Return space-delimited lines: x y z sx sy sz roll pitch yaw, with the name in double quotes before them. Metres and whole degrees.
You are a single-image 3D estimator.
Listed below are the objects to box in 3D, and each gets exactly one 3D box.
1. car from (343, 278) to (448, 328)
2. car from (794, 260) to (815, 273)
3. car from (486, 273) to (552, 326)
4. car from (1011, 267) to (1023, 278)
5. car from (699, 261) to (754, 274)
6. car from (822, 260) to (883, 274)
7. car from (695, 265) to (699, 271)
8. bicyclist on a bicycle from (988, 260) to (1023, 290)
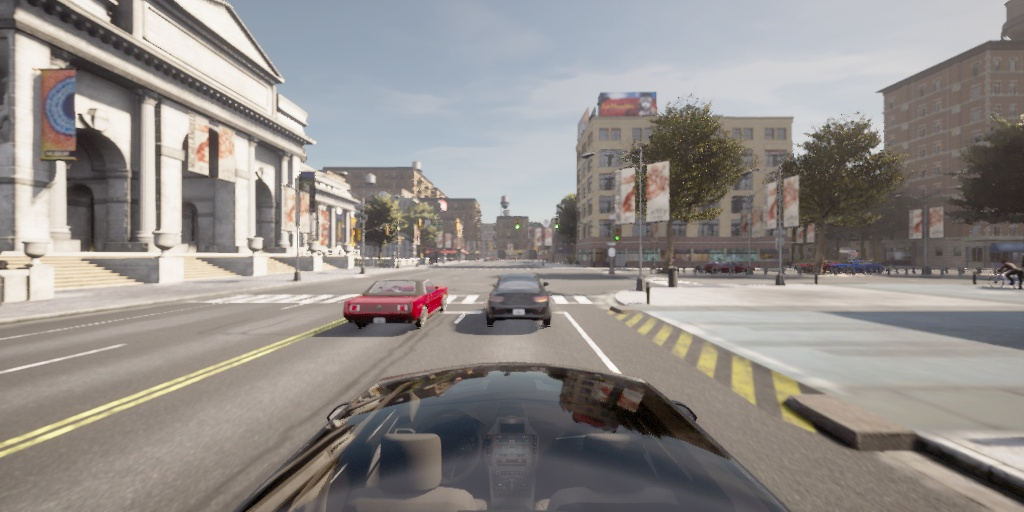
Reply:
"car" -3.303 1.337 11.250 1.895 1.301 4.718 0 0 1
"car" 36.440 1.190 42.693 5.008 1.535 1.882 0 0 1
"car" 0.215 1.263 11.442 1.812 1.442 4.674 0 0 1
"car" 46.769 1.334 31.054 4.718 1.301 1.895 0 0 0
"car" 23.674 1.312 39.346 4.718 1.301 1.895 0 0 1
"car" 37.413 1.195 39.176 5.008 1.535 1.882 0 0 1
"car" 24.181 1.271 42.831 4.181 1.385 1.994 0 0 1
"bicyclist on a bicycle" 27.442 1.039 19.836 0.582 1.620 1.656 0 0 0
